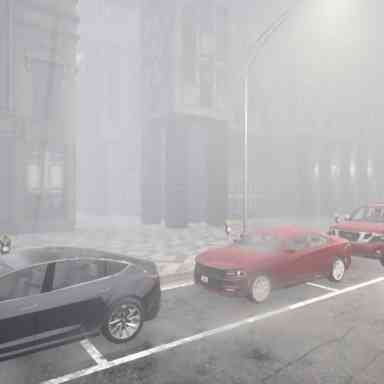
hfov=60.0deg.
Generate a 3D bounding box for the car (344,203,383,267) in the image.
[{"bbox_3d":[6.671,1.316,11.420,5.009,1.841,2.192,0,0,-36],"label":"car"}]

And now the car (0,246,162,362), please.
[{"bbox_3d":[-2.498,1.566,4.864,4.313,1.339,1.947,0,0,-36],"label":"car"}]

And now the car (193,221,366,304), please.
[{"bbox_3d":[2.086,1.545,8.142,4.507,1.381,1.887,0,0,-36],"label":"car"}]
